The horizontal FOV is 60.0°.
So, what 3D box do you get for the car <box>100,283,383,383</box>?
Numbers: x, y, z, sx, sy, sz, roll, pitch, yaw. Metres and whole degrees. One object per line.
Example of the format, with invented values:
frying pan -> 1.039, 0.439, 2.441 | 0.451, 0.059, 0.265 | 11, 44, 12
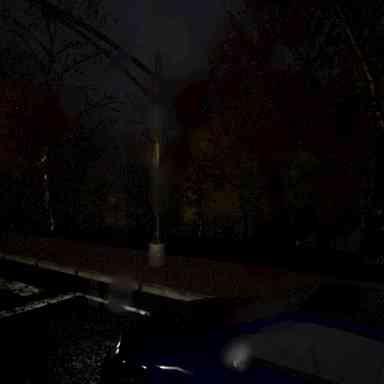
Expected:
car -> 1.135, 1.564, 2.873 | 4.181, 1.385, 1.994 | 0, 0, 35
